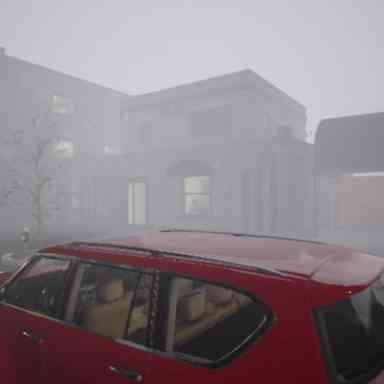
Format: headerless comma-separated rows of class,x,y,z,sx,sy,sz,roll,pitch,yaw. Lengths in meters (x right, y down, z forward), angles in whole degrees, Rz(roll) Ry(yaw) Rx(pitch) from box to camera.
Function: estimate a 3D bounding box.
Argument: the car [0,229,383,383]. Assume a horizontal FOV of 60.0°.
car,-0.609,1.323,3.314,5.009,1.841,2.192,0,0,36
